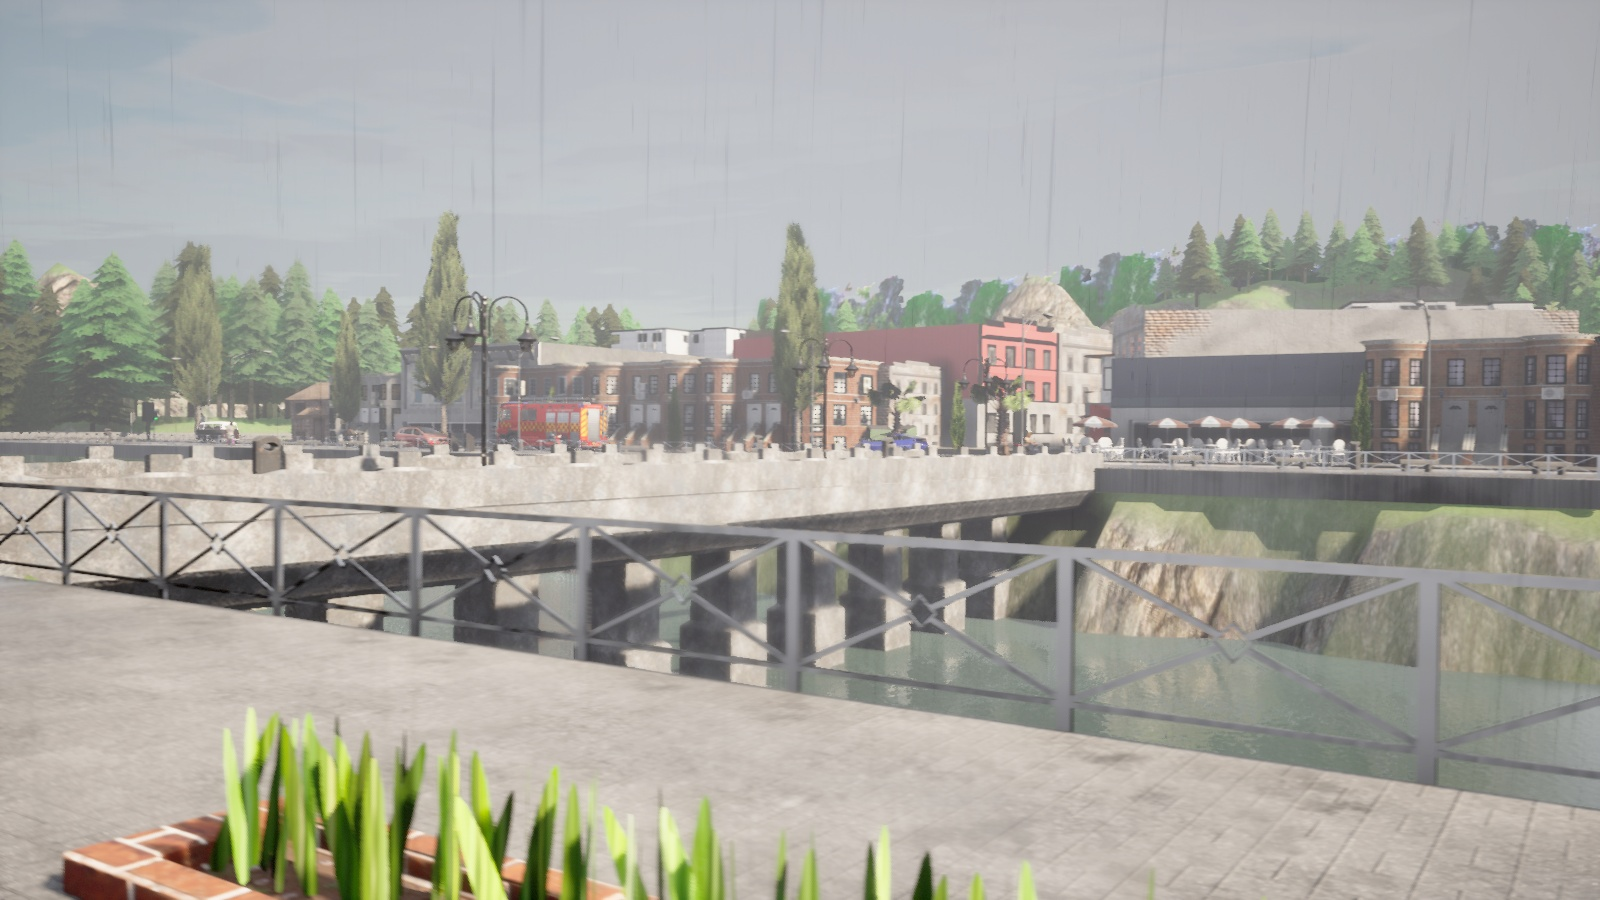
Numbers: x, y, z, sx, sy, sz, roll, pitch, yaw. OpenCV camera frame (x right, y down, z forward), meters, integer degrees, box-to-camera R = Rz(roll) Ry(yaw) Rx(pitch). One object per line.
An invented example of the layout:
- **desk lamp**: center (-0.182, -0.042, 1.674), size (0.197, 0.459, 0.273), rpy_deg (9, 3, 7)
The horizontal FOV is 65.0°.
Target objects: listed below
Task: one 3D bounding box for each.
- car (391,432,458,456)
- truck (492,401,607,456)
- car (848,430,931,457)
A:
- **car**: center (-27.380, -0.427, 91.636), size (4.611, 1.667, 2.242), rpy_deg (0, 1, 34)
- **truck**: center (-18.067, -1.501, 90.235), size (8.468, 3.827, 2.891), rpy_deg (0, 1, 34)
- **car**: center (5.340, -0.390, 74.714), size (4.514, 1.525, 2.007), rpy_deg (0, 1, 34)
